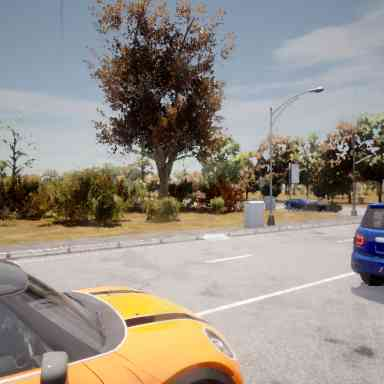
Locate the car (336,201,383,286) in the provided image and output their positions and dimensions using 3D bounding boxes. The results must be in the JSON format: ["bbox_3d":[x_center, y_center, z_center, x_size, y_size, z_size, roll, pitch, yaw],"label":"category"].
[{"bbox_3d":[6.170,1.221,8.152,5.566,2.045,2.150,0,0,-35],"label":"car"}]

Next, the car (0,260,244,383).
[{"bbox_3d":[-1.735,1.352,2.508,4.553,1.767,2.097,0,0,-35],"label":"car"}]

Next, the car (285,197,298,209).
[{"bbox_3d":[14.325,1.476,43.128,1.882,1.535,5.008,0,0,-32],"label":"car"}]

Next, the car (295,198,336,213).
[{"bbox_3d":[14.150,1.601,36.764,1.895,1.301,4.718,0,0,-31],"label":"car"}]
